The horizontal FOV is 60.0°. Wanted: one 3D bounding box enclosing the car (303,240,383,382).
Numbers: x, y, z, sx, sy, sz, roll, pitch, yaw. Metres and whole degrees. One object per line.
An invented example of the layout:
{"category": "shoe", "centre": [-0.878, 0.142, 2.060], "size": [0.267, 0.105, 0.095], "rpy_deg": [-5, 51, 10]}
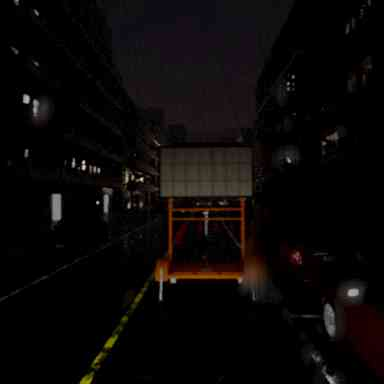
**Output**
{"category": "car", "centre": [2.884, 1.565, 3.629], "size": [1.887, 1.381, 4.507], "rpy_deg": [0, -1, 2]}

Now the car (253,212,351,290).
{"category": "car", "centre": [3.079, 1.521, 9.263], "size": [1.967, 1.590, 4.097], "rpy_deg": [0, -1, 2]}

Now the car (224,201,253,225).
{"category": "car", "centre": [3.667, 1.575, 26.162], "size": [2.192, 1.841, 5.009], "rpy_deg": [0, -1, 2]}

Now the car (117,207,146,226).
{"category": "car", "centre": [-4.714, 1.847, 26.284], "size": [1.752, 1.417, 4.829], "rpy_deg": [0, -1, 2]}

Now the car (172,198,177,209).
{"category": "car", "centre": [-3.924, 1.874, 48.988], "size": [2.192, 1.841, 5.009], "rpy_deg": [0, -1, 2]}

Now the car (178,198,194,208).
{"category": "car", "centre": [-0.814, 1.886, 61.092], "size": [2.150, 2.045, 5.566], "rpy_deg": [0, -1, 2]}

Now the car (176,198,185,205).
{"category": "car", "centre": [-2.748, 2.346, 82.782], "size": [1.967, 1.590, 4.097], "rpy_deg": [0, -1, 2]}

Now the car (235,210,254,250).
{"category": "car", "centre": [3.276, 1.692, 14.894], "size": [2.008, 1.369, 4.403], "rpy_deg": [0, -1, 2]}

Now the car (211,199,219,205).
{"category": "car", "centre": [5.437, 2.312, 77.024], "size": [1.752, 1.417, 4.829], "rpy_deg": [0, -1, 2]}

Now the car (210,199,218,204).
{"category": "car", "centre": [5.823, 2.445, 88.119], "size": [1.887, 1.381, 4.507], "rpy_deg": [0, -1, 2]}

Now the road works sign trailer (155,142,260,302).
{"category": "road works sign trailer", "centre": [0.367, 0.557, 8.517], "size": [2.380, 3.560, 2.880], "rpy_deg": [0, -1, 2]}

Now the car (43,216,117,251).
{"category": "car", "centre": [-5.100, 1.771, 15.188], "size": [1.947, 1.339, 4.313], "rpy_deg": [0, -1, 2]}

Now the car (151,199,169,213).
{"category": "car", "centre": [-4.120, 1.940, 43.354], "size": [1.967, 1.590, 4.097], "rpy_deg": [0, -1, 2]}
